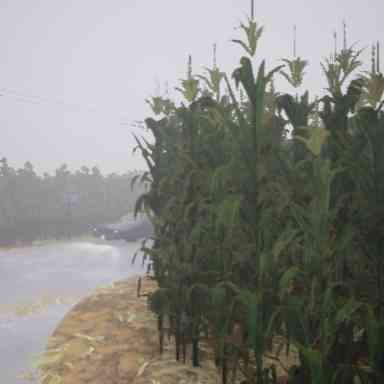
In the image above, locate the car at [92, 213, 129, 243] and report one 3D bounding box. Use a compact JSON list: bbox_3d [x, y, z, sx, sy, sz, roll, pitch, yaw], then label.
[{"bbox_3d":[-2.497,1.663,17.227,2.033,1.411,5.357,-1,0,36],"label":"car"}]
